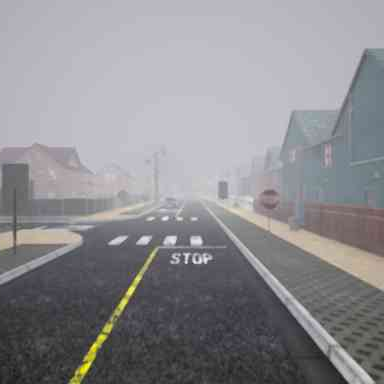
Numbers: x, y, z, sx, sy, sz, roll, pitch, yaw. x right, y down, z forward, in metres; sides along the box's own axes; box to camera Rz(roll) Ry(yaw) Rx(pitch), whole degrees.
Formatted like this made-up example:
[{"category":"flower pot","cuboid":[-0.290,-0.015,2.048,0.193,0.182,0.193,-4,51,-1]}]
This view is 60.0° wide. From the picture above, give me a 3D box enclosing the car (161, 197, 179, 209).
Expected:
[{"category":"car","cuboid":[-2.763,1.407,42.457,1.812,1.442,4.674,0,1,0]}]
